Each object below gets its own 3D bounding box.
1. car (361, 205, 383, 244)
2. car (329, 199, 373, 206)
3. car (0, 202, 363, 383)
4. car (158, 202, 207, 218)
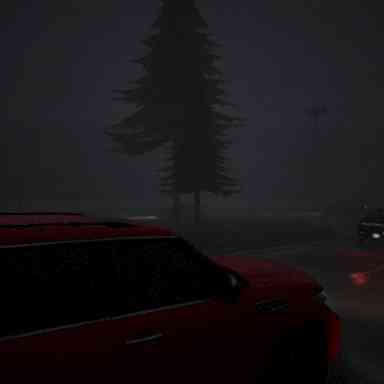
[{"bbox_3d":[8.999,1.523,14.998,2.128,1.511,4.902,0,0,43],"label":"car"},{"bbox_3d":[14.490,1.412,30.902,2.097,1.767,4.553,0,0,-36],"label":"car"},{"bbox_3d":[-0.998,1.224,3.097,5.566,2.045,2.150,0,0,-34],"label":"car"},{"bbox_3d":[-0.923,1.596,30.021,4.181,1.385,1.994,0,0,-10],"label":"car"}]
